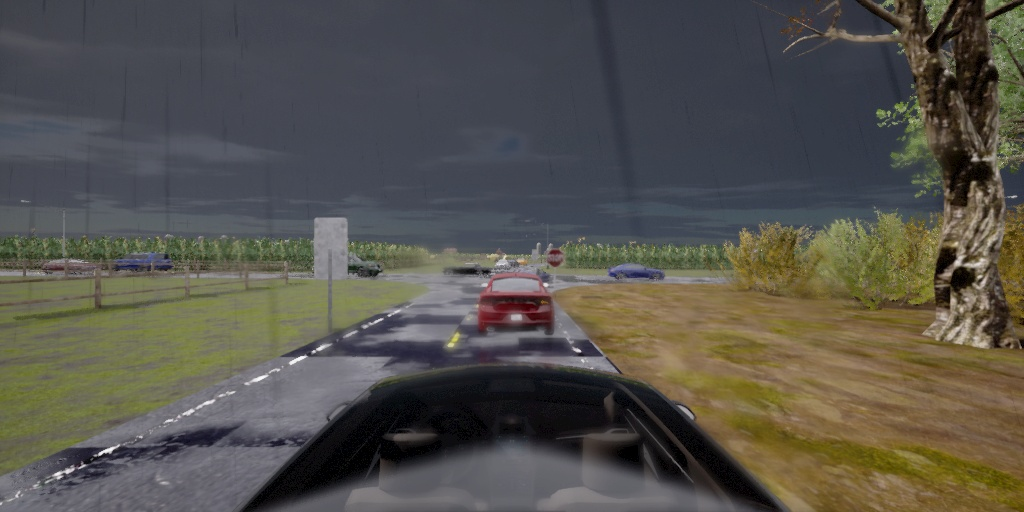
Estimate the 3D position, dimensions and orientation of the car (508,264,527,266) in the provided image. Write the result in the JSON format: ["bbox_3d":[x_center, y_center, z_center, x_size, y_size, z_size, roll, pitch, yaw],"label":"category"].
[{"bbox_3d":[1.135,1.350,21.755,1.895,1.301,4.718,0,0,16],"label":"car"}]

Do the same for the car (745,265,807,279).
[{"bbox_3d":[24.062,1.513,32.871,4.718,1.301,1.895,0,0,6],"label":"car"}]

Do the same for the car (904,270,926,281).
[{"bbox_3d":[33.810,1.488,28.131,4.674,1.442,1.812,0,0,6],"label":"car"}]

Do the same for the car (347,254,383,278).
[{"bbox_3d":[-14.481,0.875,32.007,5.566,2.045,2.150,0,0,4],"label":"car"}]

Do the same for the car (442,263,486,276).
[{"bbox_3d":[-4.404,1.333,35.198,4.718,1.301,1.895,0,0,4],"label":"car"}]

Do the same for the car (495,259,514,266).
[{"bbox_3d":[-1.317,1.290,53.997,1.812,1.442,4.674,0,0,6],"label":"car"}]

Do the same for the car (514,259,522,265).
[{"bbox_3d":[0.002,1.320,63.592,2.033,1.411,5.357,0,0,9],"label":"car"}]

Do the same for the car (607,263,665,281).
[{"bbox_3d":[10.452,1.346,30.392,4.674,1.442,1.812,0,0,5],"label":"car"}]

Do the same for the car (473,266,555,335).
[{"bbox_3d":[0.105,1.227,10.499,1.882,1.535,5.008,0,0,0],"label":"car"}]

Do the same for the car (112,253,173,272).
[{"bbox_3d":[-38.227,0.715,36.870,5.566,2.045,2.150,1,0,3],"label":"car"}]

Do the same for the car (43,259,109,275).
[{"bbox_3d":[-40.686,0.990,33.308,4.674,1.442,1.812,0,0,3],"label":"car"}]
